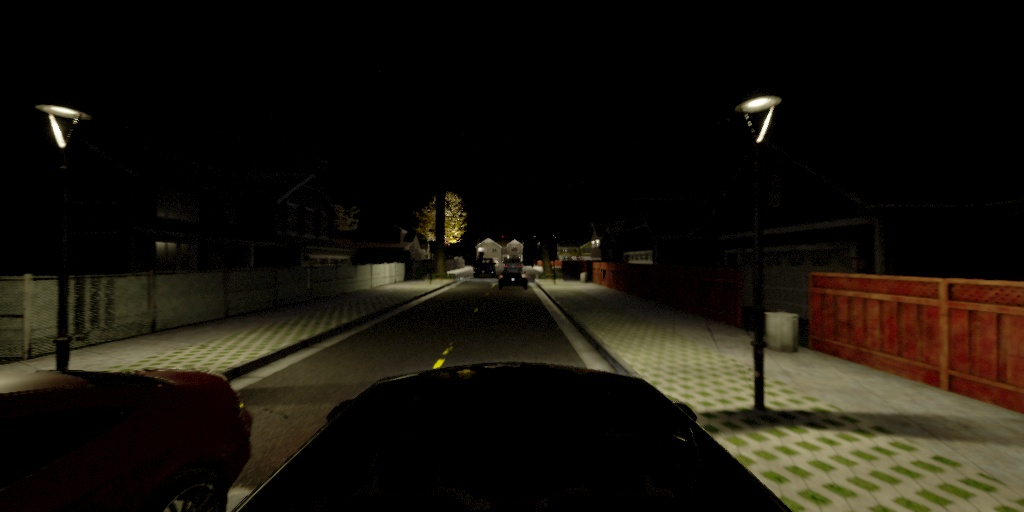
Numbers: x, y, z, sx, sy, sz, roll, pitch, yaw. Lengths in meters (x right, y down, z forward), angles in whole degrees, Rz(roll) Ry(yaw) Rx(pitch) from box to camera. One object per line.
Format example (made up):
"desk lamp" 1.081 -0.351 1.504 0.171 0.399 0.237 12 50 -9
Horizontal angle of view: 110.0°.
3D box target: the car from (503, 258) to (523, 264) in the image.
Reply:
"car" 0.098 1.247 42.360 2.150 2.045 5.566 0 0 0

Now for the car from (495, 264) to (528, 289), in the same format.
"car" 0.087 1.473 24.916 1.994 1.385 4.181 0 0 1

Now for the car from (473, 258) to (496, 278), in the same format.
"car" -2.847 1.219 38.295 2.150 2.045 5.566 0 0 0

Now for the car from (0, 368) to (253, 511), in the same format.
"car" -2.852 1.270 0.848 1.812 1.442 4.674 0 0 0
